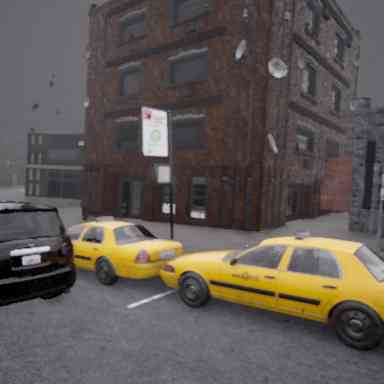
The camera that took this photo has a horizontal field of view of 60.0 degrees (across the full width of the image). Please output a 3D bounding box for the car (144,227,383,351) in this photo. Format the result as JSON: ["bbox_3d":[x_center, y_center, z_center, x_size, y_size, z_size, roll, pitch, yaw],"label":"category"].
[{"bbox_3d":[1.784,1.489,6.253,5.366,1.575,1.946,0,0,36],"label":"car"}]

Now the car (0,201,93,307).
[{"bbox_3d":[-4.792,1.212,7.202,5.566,2.045,2.150,0,0,38],"label":"car"}]
